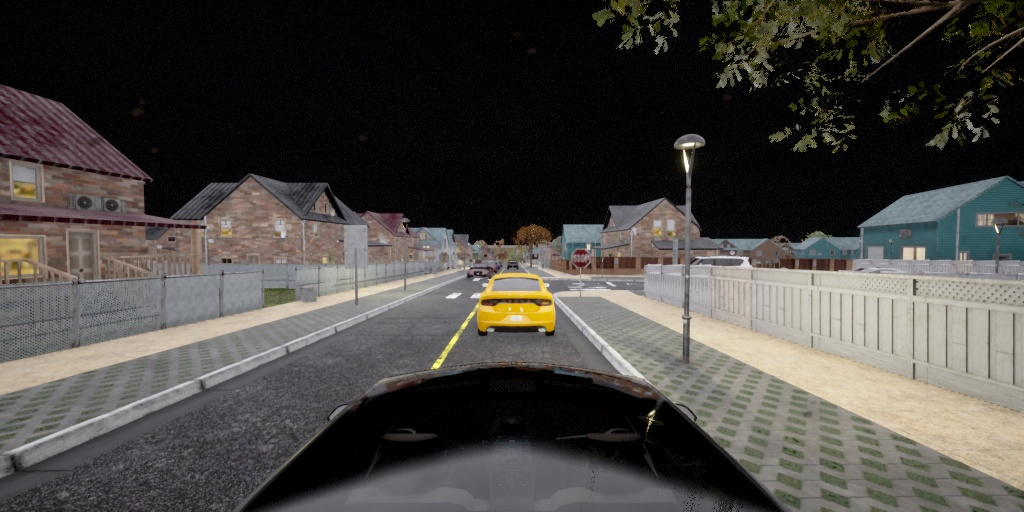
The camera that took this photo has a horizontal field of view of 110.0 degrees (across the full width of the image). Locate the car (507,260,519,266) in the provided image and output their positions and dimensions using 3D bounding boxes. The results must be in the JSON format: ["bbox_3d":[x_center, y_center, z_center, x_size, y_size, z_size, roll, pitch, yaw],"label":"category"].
[{"bbox_3d":[0.134,1.455,61.699,1.837,1.490,4.892,0,-1,0],"label":"car"}]

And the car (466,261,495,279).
[{"bbox_3d":[-2.831,1.337,31.746,1.994,1.385,4.181,0,-1,0],"label":"car"}]

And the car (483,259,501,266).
[{"bbox_3d":[-2.817,1.183,42.966,2.097,1.767,4.553,0,0,0],"label":"car"}]

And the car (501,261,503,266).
[{"bbox_3d":[-2.794,1.254,55.162,2.097,1.767,4.553,0,0,0],"label":"car"}]

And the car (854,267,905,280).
[{"bbox_3d":[23.049,1.424,22.902,4.674,1.442,1.812,1,2,13],"label":"car"}]

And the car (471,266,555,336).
[{"bbox_3d":[0.117,1.227,10.433,1.882,1.535,5.008,0,0,0],"label":"car"}]

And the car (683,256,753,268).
[{"bbox_3d":[13.406,1.015,24.661,5.566,2.045,2.150,1,2,8],"label":"car"}]
